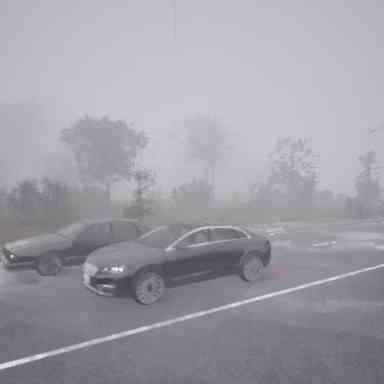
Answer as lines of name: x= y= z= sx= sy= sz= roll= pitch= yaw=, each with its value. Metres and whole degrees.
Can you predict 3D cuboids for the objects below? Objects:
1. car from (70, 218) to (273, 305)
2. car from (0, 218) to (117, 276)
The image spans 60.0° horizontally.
car: x=-0.135 y=1.489 z=8.169 sx=4.902 sy=1.511 sz=2.128 roll=0 pitch=0 yaw=-35
car: x=-2.920 y=1.543 z=10.493 sx=5.357 sy=1.411 sz=2.033 roll=0 pitch=0 yaw=-35
